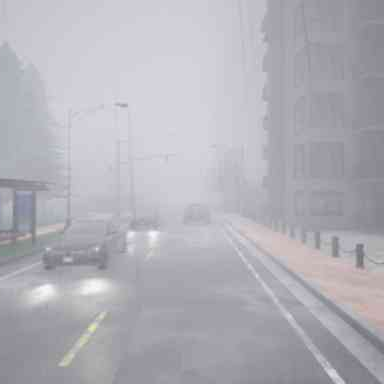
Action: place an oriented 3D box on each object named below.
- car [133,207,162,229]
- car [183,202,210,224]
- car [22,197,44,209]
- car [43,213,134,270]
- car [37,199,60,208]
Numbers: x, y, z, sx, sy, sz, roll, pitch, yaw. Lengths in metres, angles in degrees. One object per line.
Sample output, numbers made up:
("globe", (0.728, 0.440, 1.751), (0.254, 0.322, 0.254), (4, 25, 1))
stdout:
("car", (-3.262, 1.832, 24.247), (1.812, 1.442, 4.674), (0, -1, 1))
("car", (0.378, 1.709, 28.139), (2.097, 1.767, 4.553), (0, -1, 1))
("car", (-26.956, 1.865, 56.642), (1.905, 1.878, 3.866), (0, -1, -1))
("car", (-3.487, 1.674, 11.723), (1.812, 1.442, 4.674), (0, -1, 0))
("car", (-24.447, 1.869, 57.063), (1.932, 1.855, 4.605), (0, -1, -1))
